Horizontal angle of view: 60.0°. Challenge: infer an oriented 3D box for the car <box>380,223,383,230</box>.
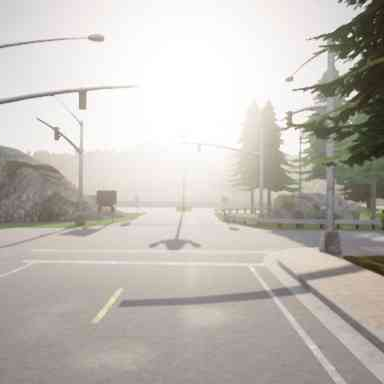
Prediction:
[{"bbox_3d":[15.068,2.043,21.243,5.357,1.411,2.033,0,-1,-2],"label":"car"}]
